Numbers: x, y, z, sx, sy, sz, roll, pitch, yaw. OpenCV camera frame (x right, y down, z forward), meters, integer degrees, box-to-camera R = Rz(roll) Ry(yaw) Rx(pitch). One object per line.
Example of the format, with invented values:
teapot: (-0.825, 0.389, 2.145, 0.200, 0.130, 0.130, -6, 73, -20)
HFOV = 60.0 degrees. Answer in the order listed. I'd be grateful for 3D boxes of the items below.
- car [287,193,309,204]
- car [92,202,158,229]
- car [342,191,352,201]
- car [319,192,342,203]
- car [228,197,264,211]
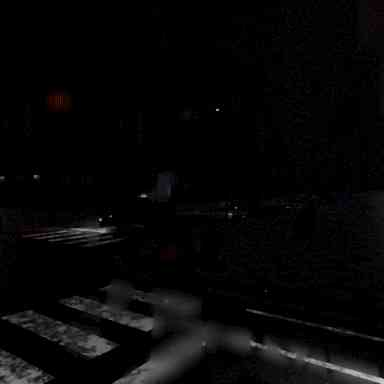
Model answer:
car: (14.695, 0.872, 46.149, 1.812, 1.442, 4.674, 0, 1, 36)
car: (-3.951, 1.336, 20.151, 1.994, 1.385, 4.181, 0, 1, 36)
car: (25.394, 0.653, 55.701, 1.882, 1.535, 5.008, 0, 1, 36)
car: (19.511, 0.814, 47.473, 1.837, 1.490, 4.892, 0, 1, 36)
car: (5.422, 1.158, 33.254, 1.895, 1.301, 4.718, 0, 1, 35)
